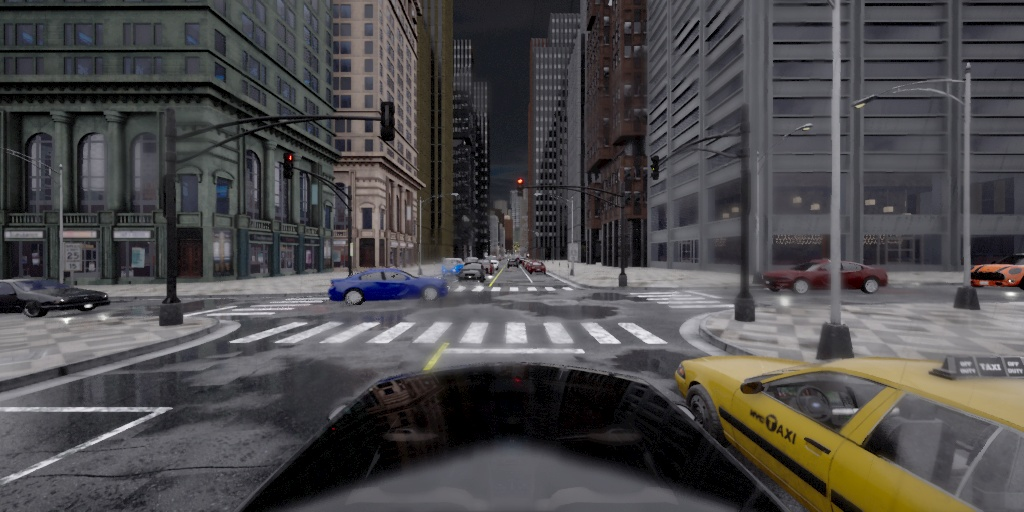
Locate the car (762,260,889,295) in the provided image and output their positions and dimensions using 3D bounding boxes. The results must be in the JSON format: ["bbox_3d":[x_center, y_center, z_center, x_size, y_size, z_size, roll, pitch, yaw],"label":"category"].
[{"bbox_3d":[14.707,0.948,17.036,5.008,1.535,1.882,-1,0,2],"label":"car"}]

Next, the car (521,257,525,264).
[{"bbox_3d":[2.832,1.296,57.036,1.751,1.417,4.829,0,0,0],"label":"car"}]

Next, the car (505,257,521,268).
[{"bbox_3d":[0.161,1.277,60.797,1.837,1.490,4.892,0,-1,0],"label":"car"}]

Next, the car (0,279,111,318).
[{"bbox_3d":[-19.185,1.608,14.000,5.357,1.411,2.033,-1,0,0],"label":"car"}]

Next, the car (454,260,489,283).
[{"bbox_3d":[-3.064,1.258,28.222,1.837,1.490,4.892,0,0,0],"label":"car"}]

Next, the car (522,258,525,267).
[{"bbox_3d":[2.827,1.312,51.341,1.888,1.381,4.507,0,0,0],"label":"car"}]

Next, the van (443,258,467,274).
[{"bbox_3d":[-5.743,1.097,34.792,1.690,1.789,3.998,0,0,0],"label":"van"}]

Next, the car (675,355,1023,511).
[{"bbox_3d":[2.769,1.275,2.368,1.751,1.417,4.829,0,0,0],"label":"car"}]

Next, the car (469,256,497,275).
[{"bbox_3d":[-3.060,1.110,38.493,2.097,1.767,4.553,0,0,0],"label":"car"}]

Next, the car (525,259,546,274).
[{"bbox_3d":[2.819,1.304,40.290,1.888,1.381,4.507,0,0,0],"label":"car"}]

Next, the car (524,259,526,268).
[{"bbox_3d":[2.823,1.308,45.816,1.888,1.381,4.507,0,0,0],"label":"car"}]

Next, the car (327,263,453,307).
[{"bbox_3d":[-5.401,1.292,15.968,5.008,1.535,1.882,-1,0,-18],"label":"car"}]

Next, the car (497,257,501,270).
[{"bbox_3d":[-3.038,0.987,50.641,2.150,2.045,5.566,0,0,0],"label":"car"}]

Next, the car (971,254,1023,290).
[{"bbox_3d":[24.629,0.656,16.990,4.553,1.767,2.097,-1,0,0],"label":"car"}]
